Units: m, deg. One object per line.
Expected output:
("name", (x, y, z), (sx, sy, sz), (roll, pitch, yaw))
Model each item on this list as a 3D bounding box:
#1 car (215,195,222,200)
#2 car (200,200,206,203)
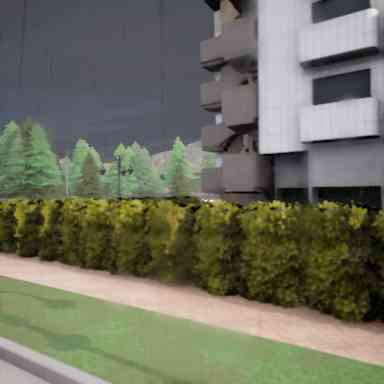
("car", (4.717, 1.358, 40.945), (2.150, 2.045, 5.566), (-1, 0, 36))
("car", (1.380, 1.730, 42.297), (1.994, 1.385, 4.181), (-1, 0, 36))
